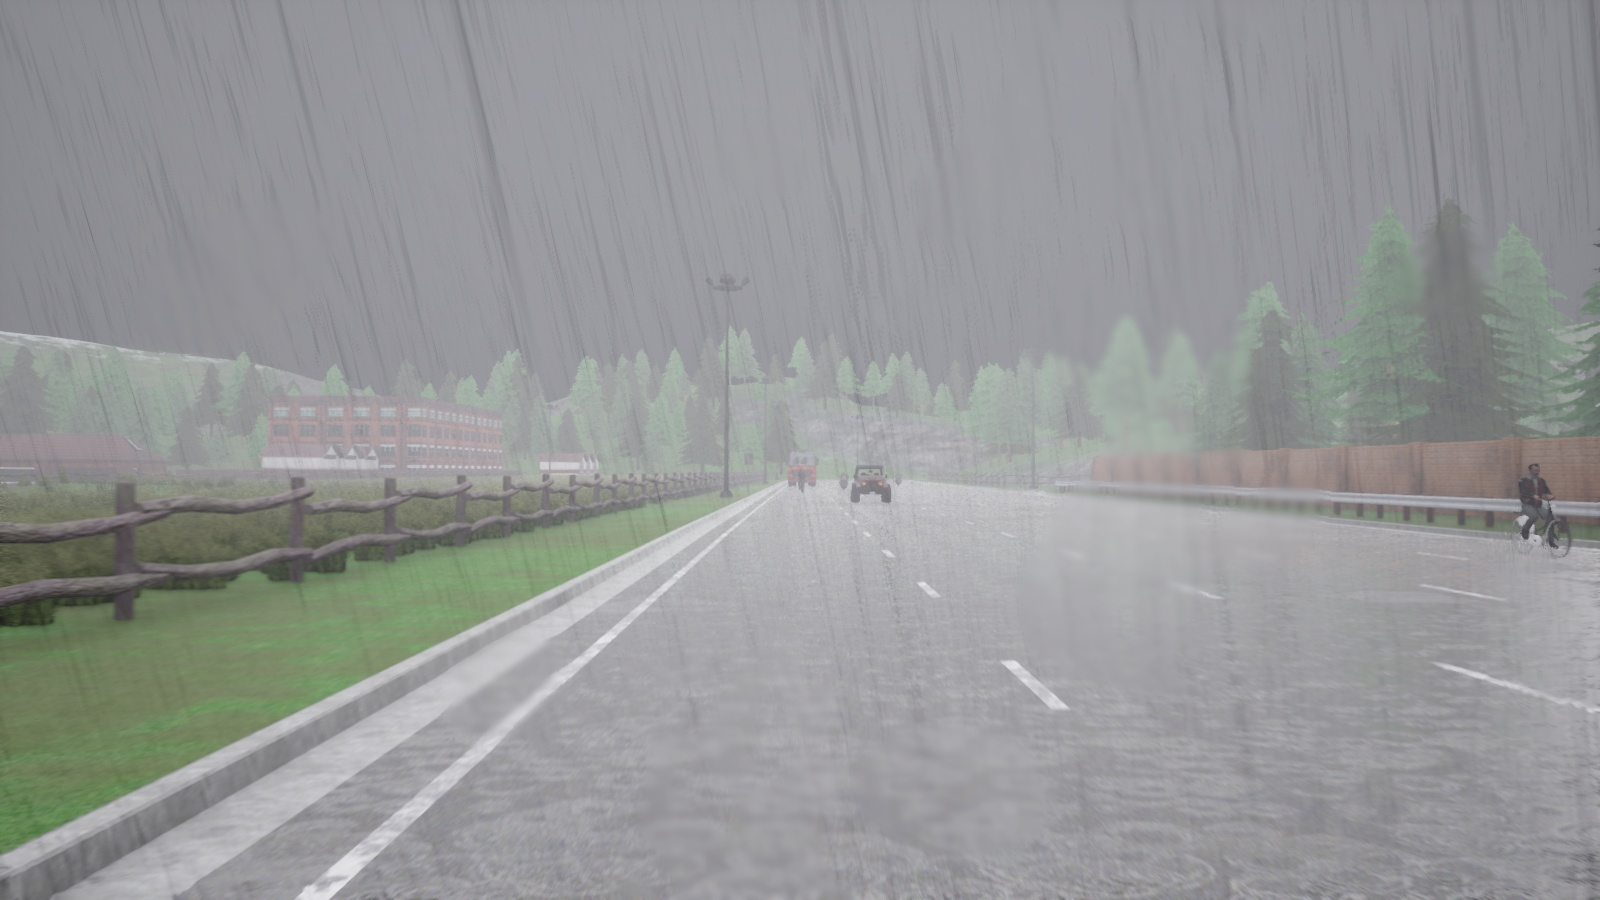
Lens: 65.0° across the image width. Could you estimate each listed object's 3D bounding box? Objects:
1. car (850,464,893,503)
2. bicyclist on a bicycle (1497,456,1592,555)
[{"bbox_3d":[3.528,1.641,62.488,1.905,1.878,3.866,0,-1,0],"label":"car"},{"bbox_3d":[13.942,1.024,23.586,0.659,1.776,1.843,0,-1,0],"label":"bicyclist on a bicycle"}]
